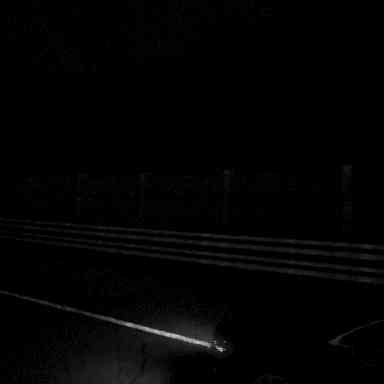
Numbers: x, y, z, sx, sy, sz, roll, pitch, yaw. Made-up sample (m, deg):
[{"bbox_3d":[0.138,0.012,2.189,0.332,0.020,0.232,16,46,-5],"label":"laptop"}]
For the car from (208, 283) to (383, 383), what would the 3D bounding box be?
[{"bbox_3d":[2.512,1.649,3.217,4.892,1.490,1.837,0,-2,30],"label":"car"}]
